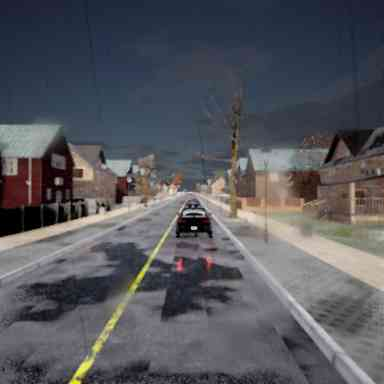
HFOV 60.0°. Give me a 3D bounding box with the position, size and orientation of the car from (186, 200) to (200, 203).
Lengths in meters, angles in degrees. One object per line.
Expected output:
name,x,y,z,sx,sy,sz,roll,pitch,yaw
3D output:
car,0.100,1.551,36.576,2.033,1.411,5.357,0,0,0

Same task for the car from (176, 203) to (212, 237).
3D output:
car,0.100,1.531,17.934,1.812,1.442,4.674,0,0,0
